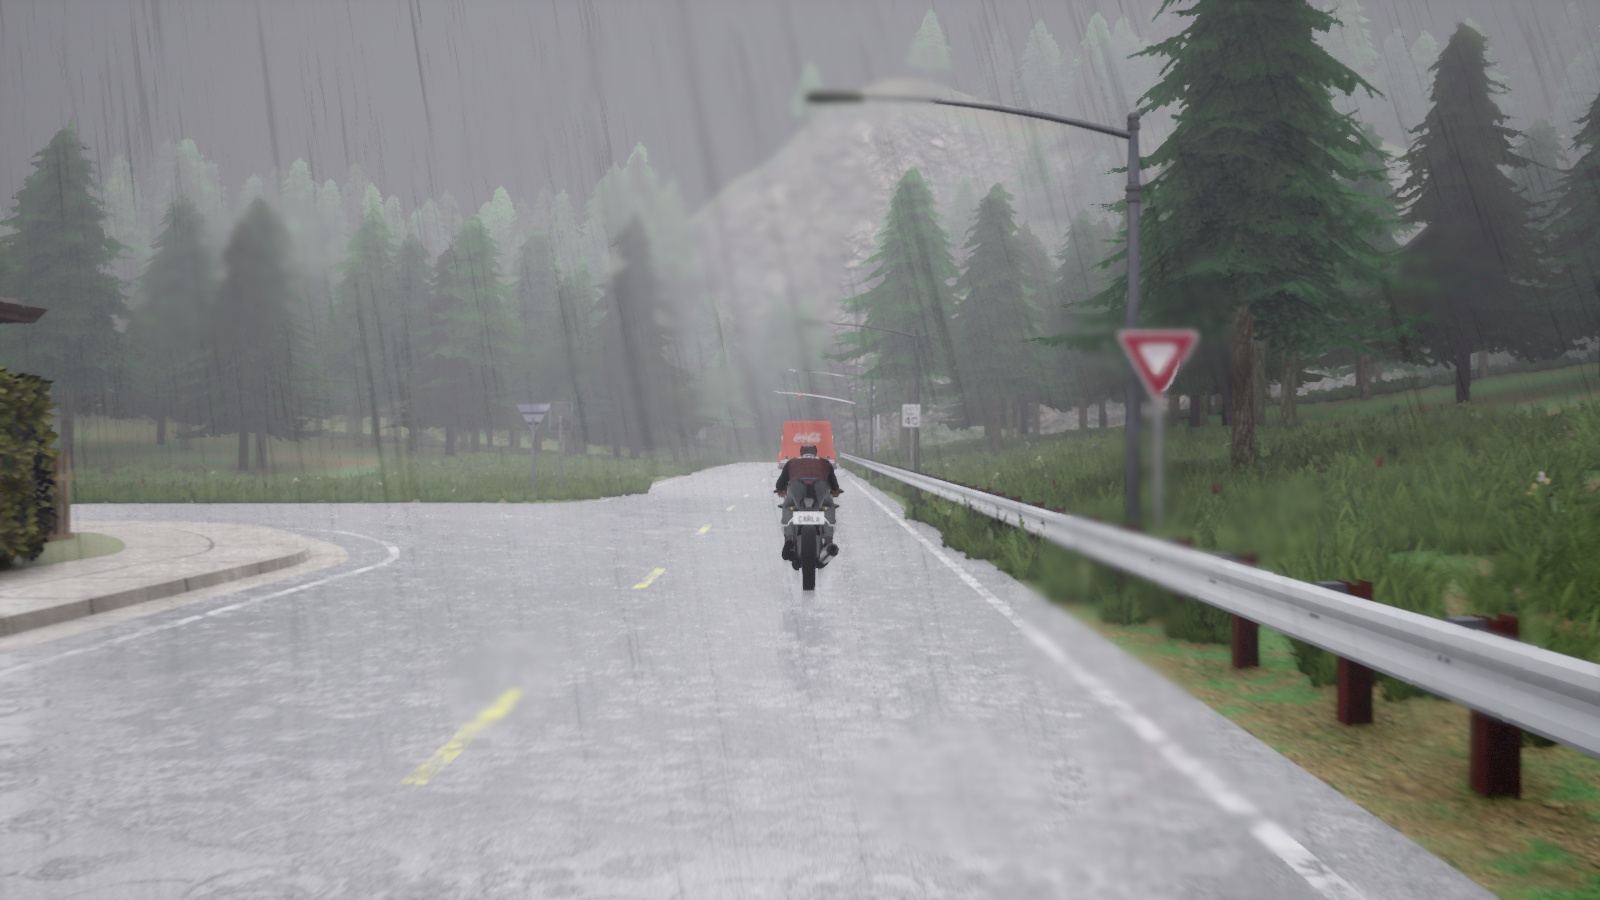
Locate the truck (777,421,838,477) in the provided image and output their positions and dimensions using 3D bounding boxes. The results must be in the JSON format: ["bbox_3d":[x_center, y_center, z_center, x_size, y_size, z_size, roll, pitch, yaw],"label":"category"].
[{"bbox_3d":[0.342,-0.063,57.373,2.627,2.467,5.204,0,0,0],"label":"truck"}]

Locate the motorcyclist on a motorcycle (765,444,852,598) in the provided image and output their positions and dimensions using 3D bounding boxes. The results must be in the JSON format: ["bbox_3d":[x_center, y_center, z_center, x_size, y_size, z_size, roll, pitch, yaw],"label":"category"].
[{"bbox_3d":[0.093,0.705,13.657,0.866,1.530,2.191,0,0,0],"label":"motorcyclist on a motorcycle"}]
